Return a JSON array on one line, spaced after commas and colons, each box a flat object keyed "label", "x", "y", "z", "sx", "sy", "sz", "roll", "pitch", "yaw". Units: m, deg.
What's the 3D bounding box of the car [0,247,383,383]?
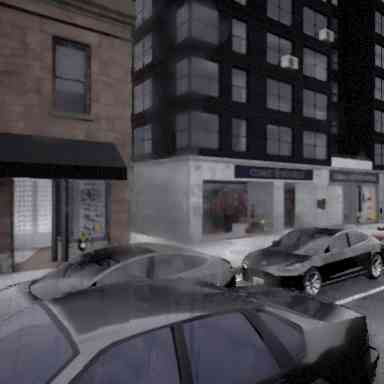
[{"label": "car", "x": -0.571, "y": 1.551, "z": 2.669, "sx": 5.357, "sy": 1.411, "sz": 2.033, "roll": 0, "pitch": 0, "yaw": -36}]

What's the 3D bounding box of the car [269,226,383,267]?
[{"label": "car", "x": 3.217, "y": 1.583, "z": 8.486, "sx": 4.313, "sy": 1.339, "sz": 1.947, "roll": 0, "pitch": 0, "yaw": -36}]

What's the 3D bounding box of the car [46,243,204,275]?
[{"label": "car", "x": -1.188, "y": 1.572, "z": 5.341, "sx": 4.313, "sy": 1.339, "sz": 1.947, "roll": 0, "pitch": 0, "yaw": -36}]
